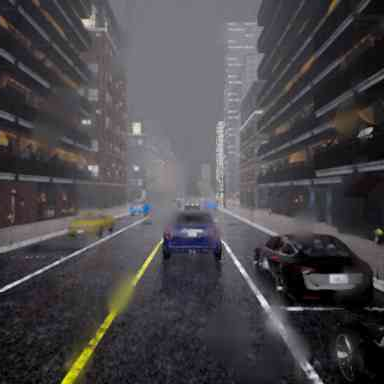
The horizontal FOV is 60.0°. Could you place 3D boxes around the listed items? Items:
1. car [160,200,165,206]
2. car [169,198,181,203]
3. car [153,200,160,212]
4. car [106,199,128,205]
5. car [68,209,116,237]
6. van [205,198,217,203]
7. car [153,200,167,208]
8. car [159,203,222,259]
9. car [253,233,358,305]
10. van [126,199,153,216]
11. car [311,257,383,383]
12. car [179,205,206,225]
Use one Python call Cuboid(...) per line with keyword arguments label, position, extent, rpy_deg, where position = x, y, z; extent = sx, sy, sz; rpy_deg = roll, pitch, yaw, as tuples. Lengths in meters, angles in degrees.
Cuboid(label="car", position=(-5.672, 2.057, 53.342), extent=(1.752, 1.417, 4.829), rpy_deg=(-1, -1, 0))
Cuboid(label="car", position=(-2.987, 2.098, 60.558), extent=(2.128, 1.511, 4.902), rpy_deg=(0, -1, 1))
Cuboid(label="car", position=(-5.678, 1.970, 42.184), extent=(2.008, 1.369, 4.403), rpy_deg=(-1, -1, 0))
Cuboid(label="car", position=(-17.841, 2.297, 79.152), extent=(4.829, 1.417, 1.752), rpy_deg=(0, 0, 0))
Cuboid(label="car", position=(-5.690, 1.717, 19.360), extent=(1.752, 1.417, 4.829), rpy_deg=(-1, -1, 0))
Cuboid(label="van", position=(2.702, 1.817, 47.810), extent=(1.690, 1.788, 3.998), rpy_deg=(-1, -1, 0))
Cuboid(label="car", position=(-5.669, 2.142, 59.175), extent=(2.008, 1.369, 4.403), rpy_deg=(-1, -1, 0))
Cuboid(label="car", position=(0.028, 1.484, 13.404), extent=(2.097, 1.767, 4.553), rpy_deg=(0, -1, 1))
Cuboid(label="car", position=(2.684, 1.647, 8.165), extent=(1.947, 1.339, 4.313), rpy_deg=(-1, -1, 0))
Cuboid(label="van", position=(-5.684, 1.703, 36.523), extent=(1.690, 1.788, 3.998), rpy_deg=(-1, -1, 0))
Cuboid(label="car", position=(2.681, 1.592, 2.501), extent=(1.947, 1.339, 4.313), rpy_deg=(-1, -1, 0))
Cuboid(label="car", position=(0.025, 1.820, 27.513), extent=(2.033, 1.411, 5.357), rpy_deg=(0, -1, 0))
